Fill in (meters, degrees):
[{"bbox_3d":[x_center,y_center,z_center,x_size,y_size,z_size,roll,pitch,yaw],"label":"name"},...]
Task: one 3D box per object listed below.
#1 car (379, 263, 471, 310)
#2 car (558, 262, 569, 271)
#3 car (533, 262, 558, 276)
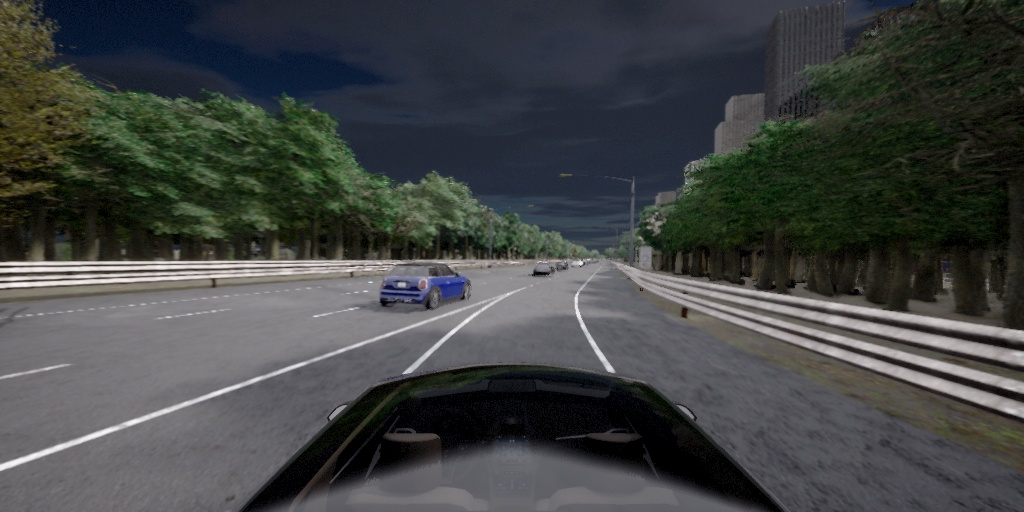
[{"bbox_3d":[-3.309,1.047,14.600,2.097,1.767,4.553,1,0,15],"label":"car"},{"bbox_3d":[7.810,1.605,56.310,1.812,1.442,4.674,1,0,15],"label":"car"},{"bbox_3d":[3.686,1.500,40.852,1.994,1.385,4.181,1,0,15],"label":"car"}]
